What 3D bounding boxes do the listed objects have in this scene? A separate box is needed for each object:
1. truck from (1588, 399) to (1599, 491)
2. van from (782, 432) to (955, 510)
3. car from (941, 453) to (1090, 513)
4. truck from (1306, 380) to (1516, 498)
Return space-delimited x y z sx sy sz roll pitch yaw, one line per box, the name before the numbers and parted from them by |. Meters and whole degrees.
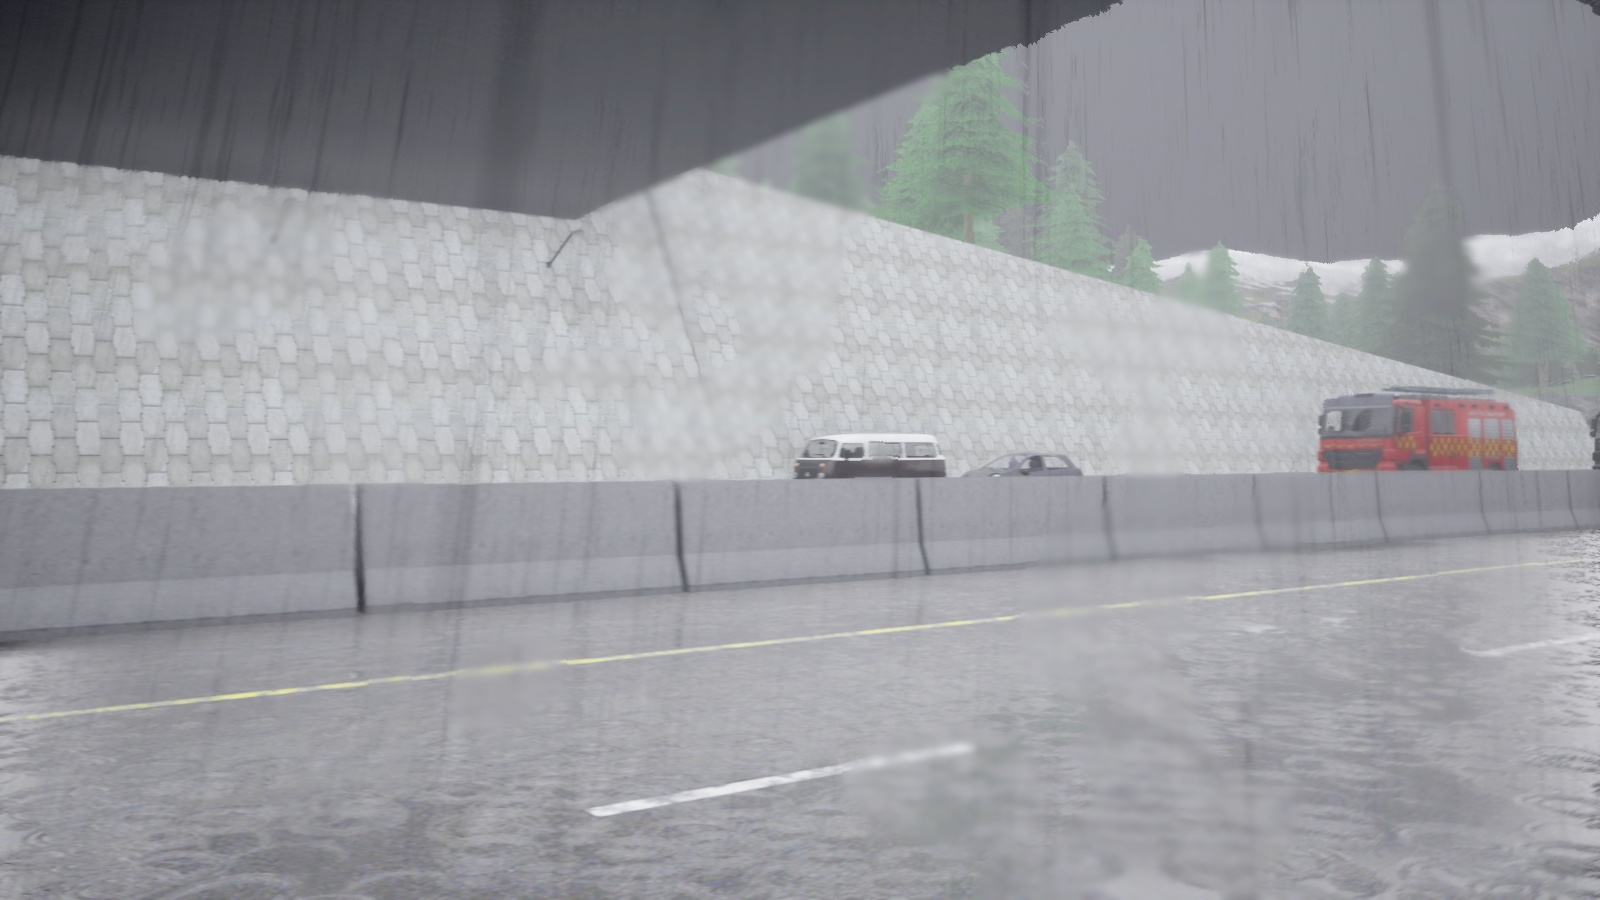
truck | 33.854 -0.190 48.520 7.936 3.462 2.891 0 0 -35
van | 1.927 0.549 34.841 4.480 2.038 2.069 0 0 -35
car | 5.723 0.828 33.217 3.633 1.501 1.845 0 0 -35
truck | 21.671 -0.357 44.311 8.468 3.827 2.891 0 0 -35
